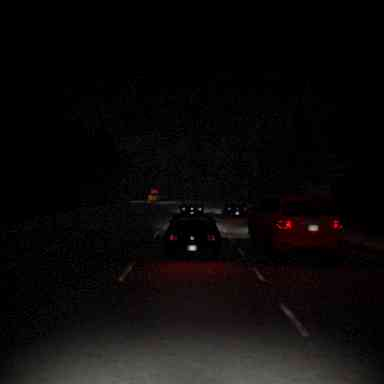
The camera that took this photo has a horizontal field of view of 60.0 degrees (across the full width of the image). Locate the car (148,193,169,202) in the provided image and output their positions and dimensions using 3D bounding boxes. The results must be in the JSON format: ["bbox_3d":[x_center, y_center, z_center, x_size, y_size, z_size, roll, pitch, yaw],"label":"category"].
[{"bbox_3d":[-5.808,0.904,57.060,1.882,1.535,5.008,0,0,-33],"label":"car"}]

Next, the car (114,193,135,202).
[{"bbox_3d":[-12.263,0.934,58.927,4.674,1.442,1.812,0,0,34],"label":"car"}]

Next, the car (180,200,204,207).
[{"bbox_3d":[0.014,1.320,27.812,1.895,1.301,4.718,0,1,0],"label":"car"}]

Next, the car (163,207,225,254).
[{"bbox_3d":[0.029,1.471,12.812,1.895,1.301,4.718,0,1,0],"label":"car"}]

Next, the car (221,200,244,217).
[{"bbox_3d":[3.514,1.320,27.815,1.895,1.301,4.718,0,1,0],"label":"car"}]

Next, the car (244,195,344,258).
[{"bbox_3d":[3.527,1.098,12.288,2.150,2.045,5.566,0,1,0],"label":"car"}]
